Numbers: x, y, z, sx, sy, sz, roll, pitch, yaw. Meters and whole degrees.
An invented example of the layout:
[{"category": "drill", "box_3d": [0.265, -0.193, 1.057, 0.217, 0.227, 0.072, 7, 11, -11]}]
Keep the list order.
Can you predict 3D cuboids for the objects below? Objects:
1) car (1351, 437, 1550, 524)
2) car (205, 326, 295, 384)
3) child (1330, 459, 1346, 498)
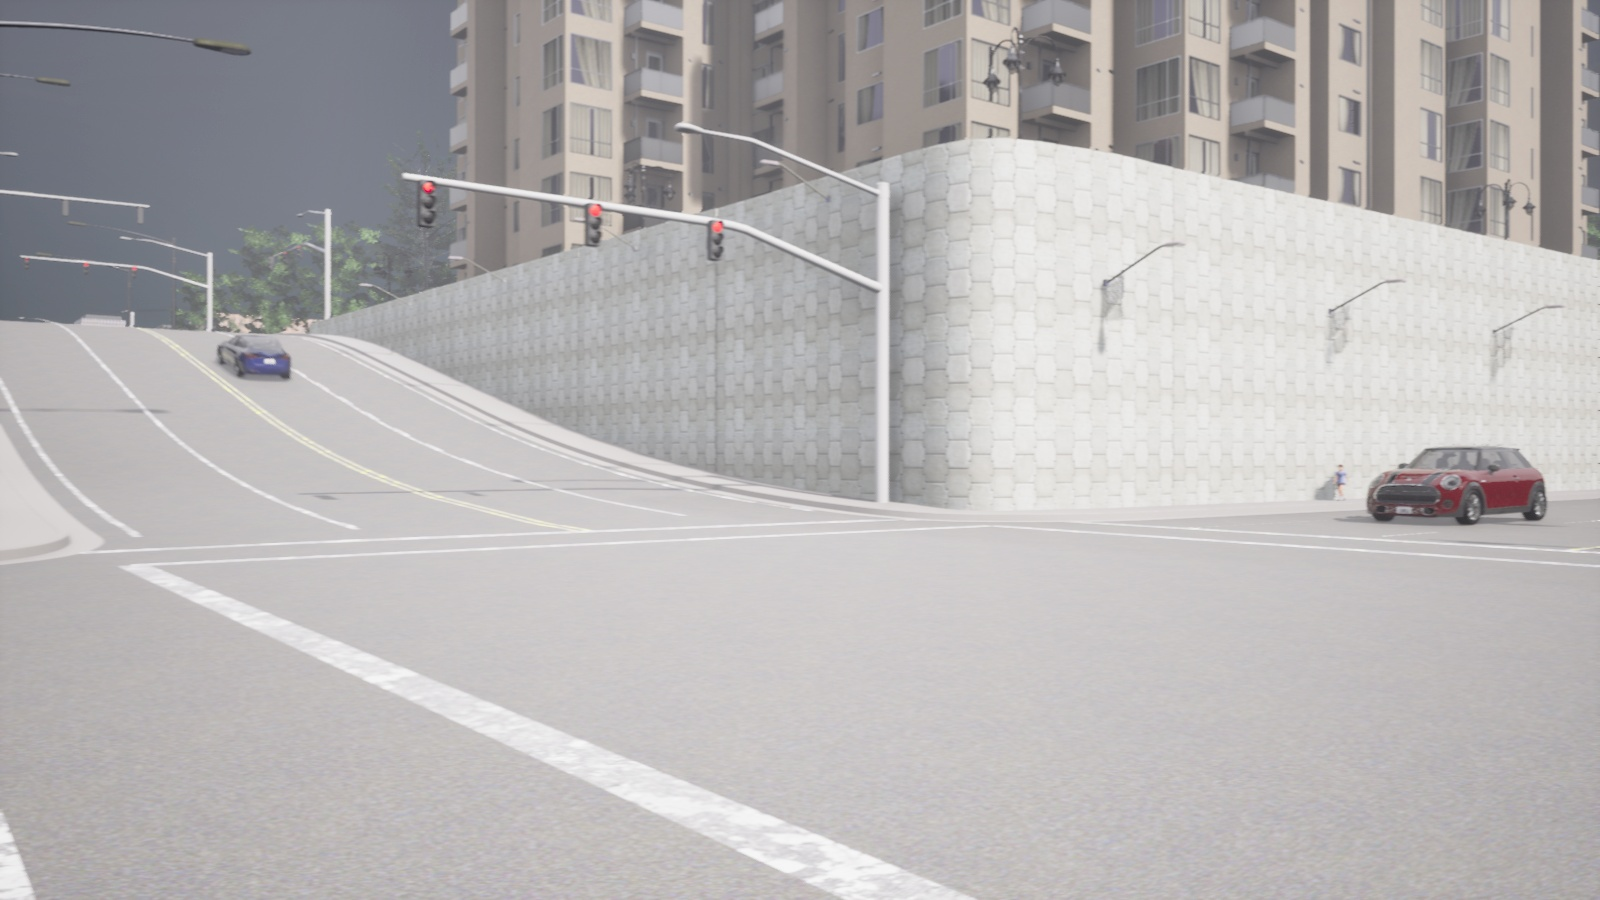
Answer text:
[{"category": "car", "box_3d": [14.329, 0.614, 27.576, 4.553, 1.767, 2.097, 0, 0, -37]}, {"category": "car", "box_3d": [-21.704, -3.762, 49.466, 2.163, 1.488, 4.792, 0, 12, -37]}, {"category": "child", "box_3d": [15.147, 0.800, 35.354, 0.394, 1.110, 0.255, 0, 0, -38]}]
